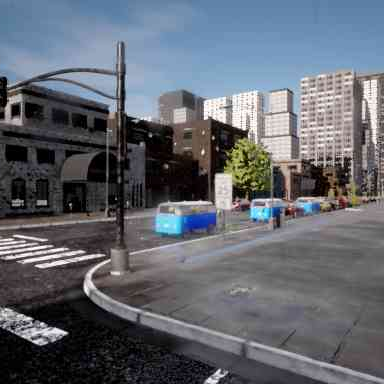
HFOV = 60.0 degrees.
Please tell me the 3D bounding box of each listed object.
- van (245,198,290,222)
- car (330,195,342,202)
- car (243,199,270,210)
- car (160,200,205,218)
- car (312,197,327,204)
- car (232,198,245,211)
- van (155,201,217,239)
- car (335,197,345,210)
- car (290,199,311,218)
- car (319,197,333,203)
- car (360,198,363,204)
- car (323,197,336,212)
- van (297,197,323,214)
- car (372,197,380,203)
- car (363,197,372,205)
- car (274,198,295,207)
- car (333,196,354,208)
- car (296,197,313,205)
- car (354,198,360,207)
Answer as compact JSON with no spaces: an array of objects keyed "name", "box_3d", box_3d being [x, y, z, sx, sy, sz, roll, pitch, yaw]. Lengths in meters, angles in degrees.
[{"name":"van","box_3d":[6.148,1.436,26.732,1.690,1.788,3.998,0,0,35]},{"name":"car","box_3d":[37.265,1.713,85.848,1.967,1.590,4.097,0,0,35]},{"name":"car","box_3d":[8.784,1.629,45.125,1.887,1.381,4.507,0,0,35]},{"name":"car","box_3d":[-0.808,1.559,31.410,1.752,1.417,4.829,0,0,35]},{"name":"car","box_3d":[27.674,1.729,72.134,1.752,1.417,4.829,0,0,35]},{"name":"car","box_3d":[5.620,1.507,40.600,1.967,1.590,4.097,0,0,35]},{"name":"van","box_3d":[-0.182,1.407,17.682,1.690,1.788,3.998,0,0,35]},{"name":"car","box_3d":[18.805,1.730,44.831,1.947,1.339,4.313,0,0,35]},{"name":"car","box_3d":[9.311,1.656,31.256,1.887,1.381,4.507,0,0,35]},{"name":"car","box_3d":[30.935,1.793,76.798,1.947,1.339,4.313,0,0,35]},{"name":"car","box_3d":[28.397,1.749,58.546,1.752,1.417,4.829,0,0,35]},{"name":"car","box_3d":[15.738,1.671,40.446,1.752,1.417,4.829,0,0,35]},{"name":"van","box_3d":[12.477,1.469,35.781,1.690,1.788,3.998,0,0,35]},{"name":"car","box_3d":[44.123,1.900,81.031,1.947,1.339,4.313,0,0,35]},{"name":"car","box_3d":[34.628,1.810,67.456,1.887,1.381,4.507,0,0,35]},{"name":"car","box_3d":[15.113,1.666,54.174,1.887,1.381,4.507,0,0,35]},{"name":"car","box_3d":[21.971,1.498,49.357,2.192,1.841,5.009,0,0,35]},{"name":"car","box_3d":[21.442,1.706,63.223,1.887,1.381,4.507,0,0,35]},{"name":"car","box_3d":[25.136,1.517,53.882,2.192,1.841,5.009,0,0,35]}]
